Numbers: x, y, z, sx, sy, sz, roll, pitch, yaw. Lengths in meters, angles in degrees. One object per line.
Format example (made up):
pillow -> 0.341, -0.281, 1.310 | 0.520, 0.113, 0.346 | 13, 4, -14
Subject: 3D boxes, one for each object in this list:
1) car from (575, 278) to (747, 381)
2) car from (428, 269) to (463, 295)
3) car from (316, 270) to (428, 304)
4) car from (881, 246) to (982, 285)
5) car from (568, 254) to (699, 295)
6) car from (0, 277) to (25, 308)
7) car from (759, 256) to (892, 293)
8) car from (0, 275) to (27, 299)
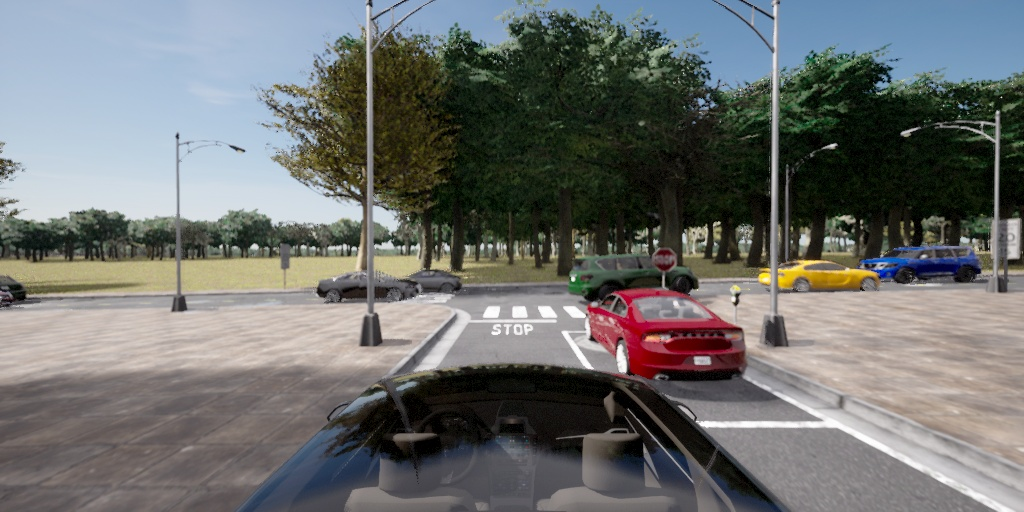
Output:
car -> 2.652, 1.325, 7.185 | 1.888, 1.381, 4.507 | 0, 0, 0
car -> -4.955, 1.480, 20.603 | 4.181, 1.385, 1.994 | -1, 1, 0
car -> -6.986, 1.486, 17.660 | 4.902, 1.511, 2.128 | -1, 1, 0
car -> 23.147, 0.487, 20.512 | 5.566, 2.045, 2.150 | -1, 1, 0
car -> 5.199, 0.931, 15.630 | 5.566, 2.045, 2.150 | -3, -1, -12
car -> -27.782, 2.031, 17.728 | 4.674, 1.442, 1.812 | -1, 1, 0
car -> 15.070, 0.958, 17.711 | 5.008, 1.535, 1.882 | -1, 1, 2
car -> -31.345, 1.913, 20.683 | 4.553, 1.767, 2.097 | -1, 1, 0
